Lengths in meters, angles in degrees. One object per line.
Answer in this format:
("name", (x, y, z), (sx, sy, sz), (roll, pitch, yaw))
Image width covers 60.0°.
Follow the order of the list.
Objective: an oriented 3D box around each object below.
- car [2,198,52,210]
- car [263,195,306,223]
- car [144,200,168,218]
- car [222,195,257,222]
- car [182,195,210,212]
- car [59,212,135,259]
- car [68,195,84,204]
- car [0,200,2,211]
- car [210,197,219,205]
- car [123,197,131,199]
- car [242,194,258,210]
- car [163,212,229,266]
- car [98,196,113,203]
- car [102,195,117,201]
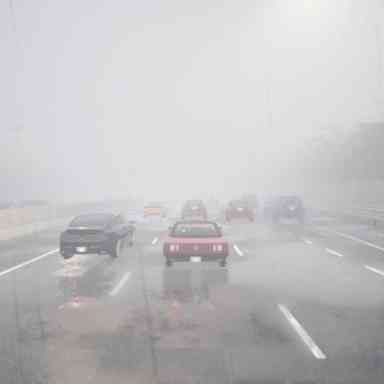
("car", (-13.995, 1.375, 28.979), (2.097, 1.767, 4.553), (0, 0, 0))
("car", (6.960, 1.244, 25.498), (2.150, 2.045, 5.566), (0, 0, 2))
("car", (-3.288, 1.507, 30.944), (1.882, 1.535, 5.008), (0, 0, 0))
("car", (3.586, 1.375, 26.919), (2.097, 1.767, 4.553), (0, 0, 0))
("car", (0.200, 1.378, 29.189), (2.097, 1.767, 4.553), (0, 0, 0))
("car", (-3.376, 1.508, 12.600), (1.837, 1.490, 4.892), (0, 0, 0))
("car", (-23.995, 1.468, 68.857), (2.097, 1.767, 4.553), (0, 0, 1))
("car", (-17.508, 1.620, 27.545), (1.895, 1.301, 4.718), (0, 0, 0))
("car", (3.907, 1.669, 61.283), (1.994, 1.385, 4.181), (0, 0, 1))
("car", (-13.484, 1.663, 69.579), (1.994, 1.385, 4.181), (0, 0, 1))
("car", (7.294, 1.284, 43.870), (2.150, 2.045, 5.566), (0, 0, 1))
("car", (0.120, 1.604, 11.570), (1.895, 1.301, 4.718), (0, 0, 0))
("car", (-20.349, 1.649, 78.366), (2.128, 1.511, 4.902), (0, 0, 1))
("car", (-16.996, 1.470, 68.750), (2.097, 1.767, 4.553), (0, 0, 1))
